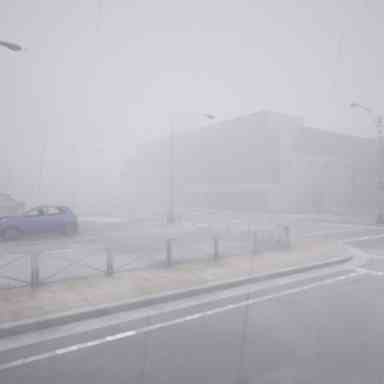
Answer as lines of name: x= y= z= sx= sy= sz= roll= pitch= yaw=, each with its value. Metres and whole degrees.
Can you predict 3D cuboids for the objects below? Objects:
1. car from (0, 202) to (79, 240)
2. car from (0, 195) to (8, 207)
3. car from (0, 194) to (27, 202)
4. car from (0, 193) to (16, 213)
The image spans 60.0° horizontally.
car: x=-7.353 y=1.388 z=15.767 sx=3.633 sy=1.501 sz=1.845 roll=0 pitch=0 yaw=-35
car: x=-27.210 y=1.167 z=43.716 sx=5.027 sy=1.636 sz=2.152 roll=0 pitch=0 yaw=-35
car: x=-17.881 y=1.113 z=31.082 sx=4.605 sy=1.855 sz=1.932 roll=0 pitch=0 yaw=-35
car: x=-19.883 y=1.090 z=33.228 sx=3.866 sy=1.878 sz=1.905 roll=0 pitch=0 yaw=-35
